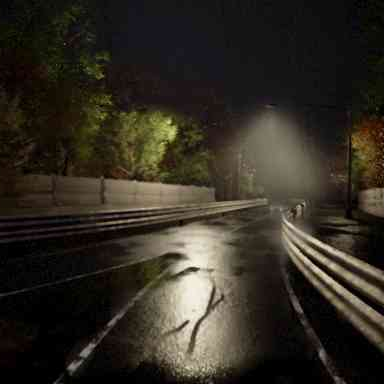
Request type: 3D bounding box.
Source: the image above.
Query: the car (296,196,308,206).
[{"bbox_3d":[21.841,1.712,65.828,2.097,1.767,4.553,1,-1,21],"label":"car"}]

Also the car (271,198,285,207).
[{"bbox_3d":[14.292,1.760,55.337,1.837,1.490,4.892,1,0,22],"label":"car"}]

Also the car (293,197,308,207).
[{"bbox_3d":[18.291,1.939,56.580,1.895,1.301,4.718,1,0,21],"label":"car"}]
